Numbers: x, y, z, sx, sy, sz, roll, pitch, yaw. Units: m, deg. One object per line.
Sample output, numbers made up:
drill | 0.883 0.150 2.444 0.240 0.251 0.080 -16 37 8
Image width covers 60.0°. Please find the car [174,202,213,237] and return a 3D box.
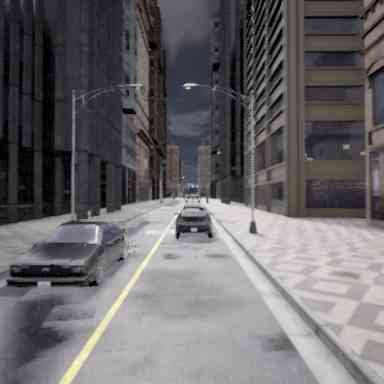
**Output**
car | 0.098 1.533 18.078 1.837 1.490 4.892 0 0 0

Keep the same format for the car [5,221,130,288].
car | -3.100 1.562 9.638 2.033 1.411 5.357 0 0 0

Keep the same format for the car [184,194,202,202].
car | 0.096 1.324 43.955 2.150 2.045 5.566 0 0 0
